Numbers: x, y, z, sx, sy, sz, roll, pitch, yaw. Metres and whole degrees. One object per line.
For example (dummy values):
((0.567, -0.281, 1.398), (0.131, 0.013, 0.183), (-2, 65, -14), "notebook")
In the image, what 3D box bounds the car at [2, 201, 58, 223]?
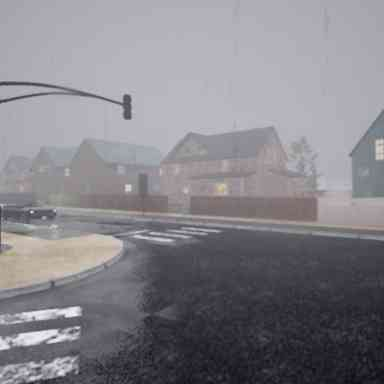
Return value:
((-10.851, 1.262, 21.863), (4.718, 1.301, 1.895), (0, 1, 38), "car")
